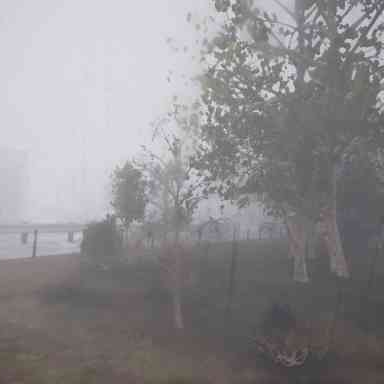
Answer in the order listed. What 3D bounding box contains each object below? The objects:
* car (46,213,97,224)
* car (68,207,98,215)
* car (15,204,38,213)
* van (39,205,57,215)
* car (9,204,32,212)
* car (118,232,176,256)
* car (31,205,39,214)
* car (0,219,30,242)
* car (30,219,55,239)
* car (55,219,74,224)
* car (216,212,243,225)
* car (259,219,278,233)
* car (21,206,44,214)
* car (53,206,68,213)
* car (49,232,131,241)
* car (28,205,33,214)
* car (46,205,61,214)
[{"bbox_3d":[-15.766,4.196,43.156,5.566,2.045,2.435,0,0,17],"label":"car"},{"bbox_3d":[-20.165,4.005,63.268,2.435,2.045,5.566,1,1,19],"label":"car"},{"bbox_3d":[-38.922,3.845,78.332,2.185,1.767,4.553,1,1,19],"label":"car"},{"bbox_3d":[-29.596,3.889,70.675,1.878,1.987,4.442,1,1,19],"label":"van"},{"bbox_3d":[-41.262,3.811,80.211,2.185,1.767,4.553,1,1,19],"label":"car"},{"bbox_3d":[-4.063,4.685,30.479,4.792,1.488,2.163,1,1,17],"label":"car"},{"bbox_3d":[-31.901,4.077,72.672,2.097,1.535,5.008,1,1,19],"label":"car"},{"bbox_3d":[-21.073,4.197,36.082,5.566,2.045,2.435,0,0,17],"label":"car"},{"bbox_3d":[-19.284,4.197,38.440,5.566,2.045,2.435,0,0,17],"label":"car"},{"bbox_3d":[-17.498,4.477,40.808,4.792,1.488,2.163,0,0,17],"label":"car"},{"bbox_3d":[5.818,4.254,53.702,2.150,2.045,5.566,0,-1,-31],"label":"car"},{"bbox_3d":[9.020,3.954,39.291,1.837,1.490,4.892,1,-4,16],"label":"car"},{"bbox_3d":[-36.598,4.046,76.425,2.002,1.452,4.674,0,1,19],"label":"car"},{"bbox_3d":[-24.810,4.178,67.220,1.946,1.575,5.366,0,1,19],"label":"car"},{"bbox_3d":[-7.765,4.404,25.650,5.566,2.045,2.435,1,1,17],"label":"car"},{"bbox_3d":[-34.270,3.916,74.516,2.185,1.767,4.553,0,1,19],"label":"car"},{"bbox_3d":[-27.222,4.188,68.914,2.002,1.452,4.674,0,1,19],"label":"car"}]
